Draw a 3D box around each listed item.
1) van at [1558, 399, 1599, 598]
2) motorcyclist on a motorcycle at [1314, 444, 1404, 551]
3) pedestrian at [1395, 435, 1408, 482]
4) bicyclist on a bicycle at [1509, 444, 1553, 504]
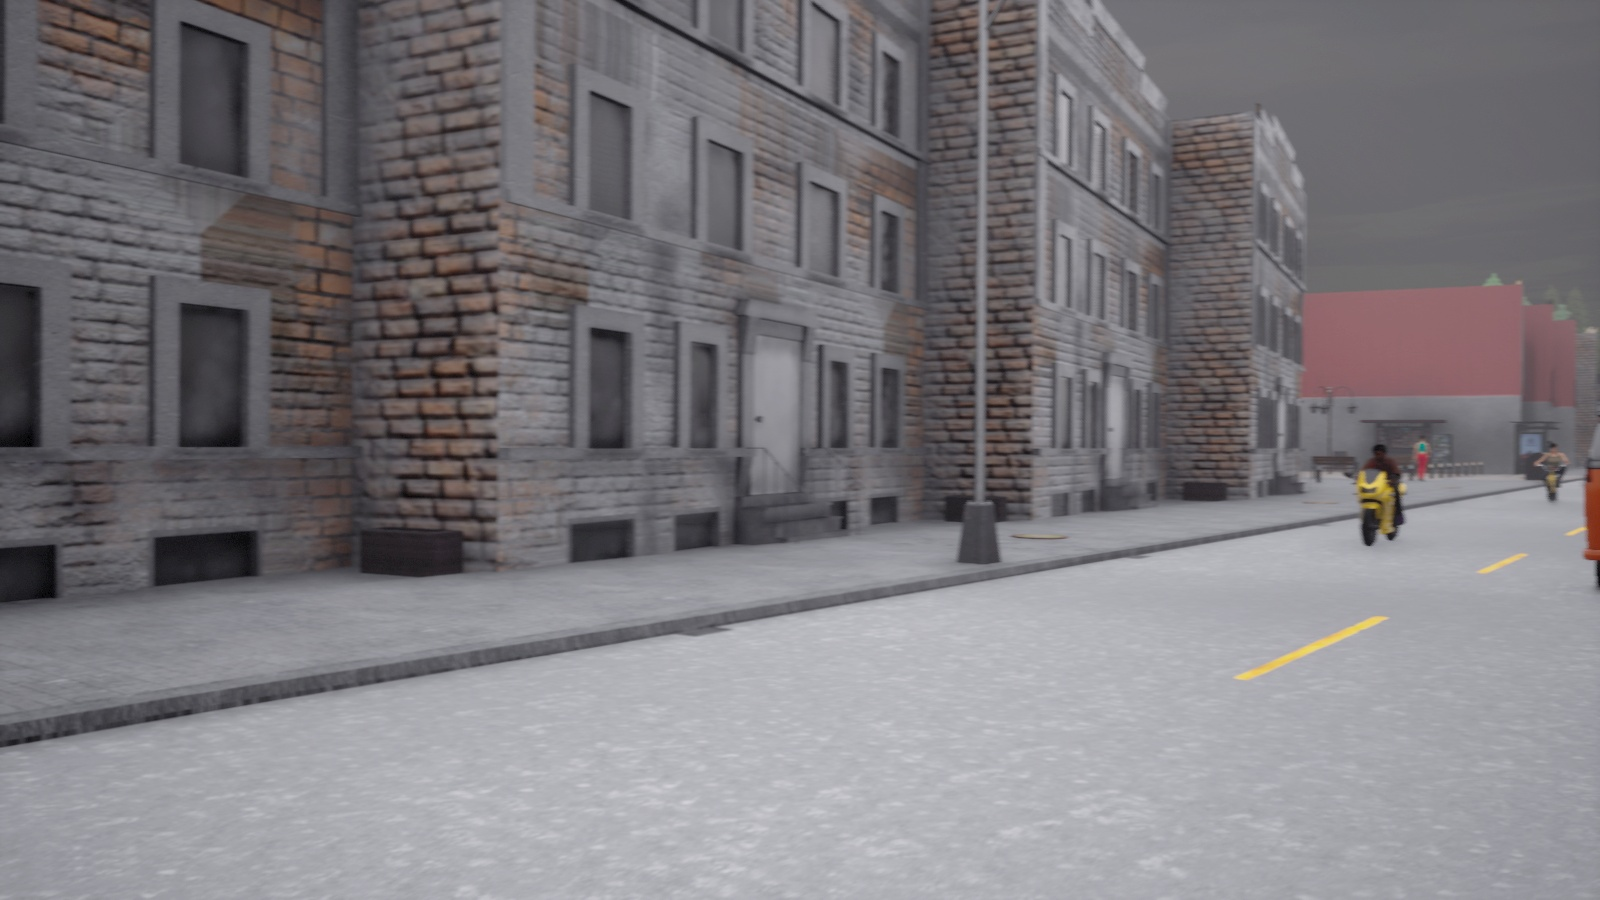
[{"bbox_3d":[9.740,0.493,13.984,1.775,1.987,4.442,1,0,37],"label":"van"},{"bbox_3d":[8.458,0.679,18.955,0.797,1.523,2.044,1,0,37],"label":"motorcyclist on a motorcycle"},{"bbox_3d":[23.948,0.344,49.992,0.345,1.836,0.594,1,0,37],"label":"pedestrian"},{"bbox_3d":[20.142,0.636,34.608,0.866,1.612,1.509,1,0,36],"label":"bicyclist on a bicycle"}]
